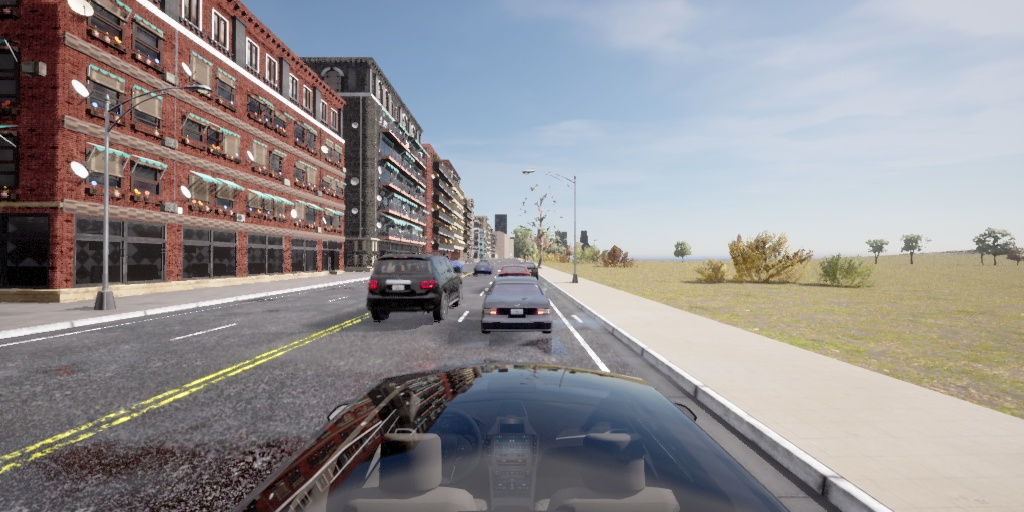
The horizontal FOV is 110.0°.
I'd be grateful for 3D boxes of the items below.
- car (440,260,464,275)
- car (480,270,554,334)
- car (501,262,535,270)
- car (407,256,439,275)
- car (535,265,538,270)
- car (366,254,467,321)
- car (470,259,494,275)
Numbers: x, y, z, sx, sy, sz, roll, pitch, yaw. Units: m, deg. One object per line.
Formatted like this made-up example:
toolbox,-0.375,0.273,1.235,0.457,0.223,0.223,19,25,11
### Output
car,-6.514,1.231,39.428,1.882,1.535,5.008,0,0,0
car,0.119,1.299,10.606,2.033,1.411,5.357,0,0,0
car,0.147,1.231,21.146,1.882,1.535,5.008,0,0,0
car,-9.763,0.975,39.742,2.150,2.045,5.566,0,0,0
car,1.204,1.232,30.584,1.882,1.535,5.008,0,0,0
car,-3.127,0.972,12.540,2.150,2.045,5.566,0,0,0
car,-3.062,1.318,39.450,1.994,1.385,4.181,0,0,0
